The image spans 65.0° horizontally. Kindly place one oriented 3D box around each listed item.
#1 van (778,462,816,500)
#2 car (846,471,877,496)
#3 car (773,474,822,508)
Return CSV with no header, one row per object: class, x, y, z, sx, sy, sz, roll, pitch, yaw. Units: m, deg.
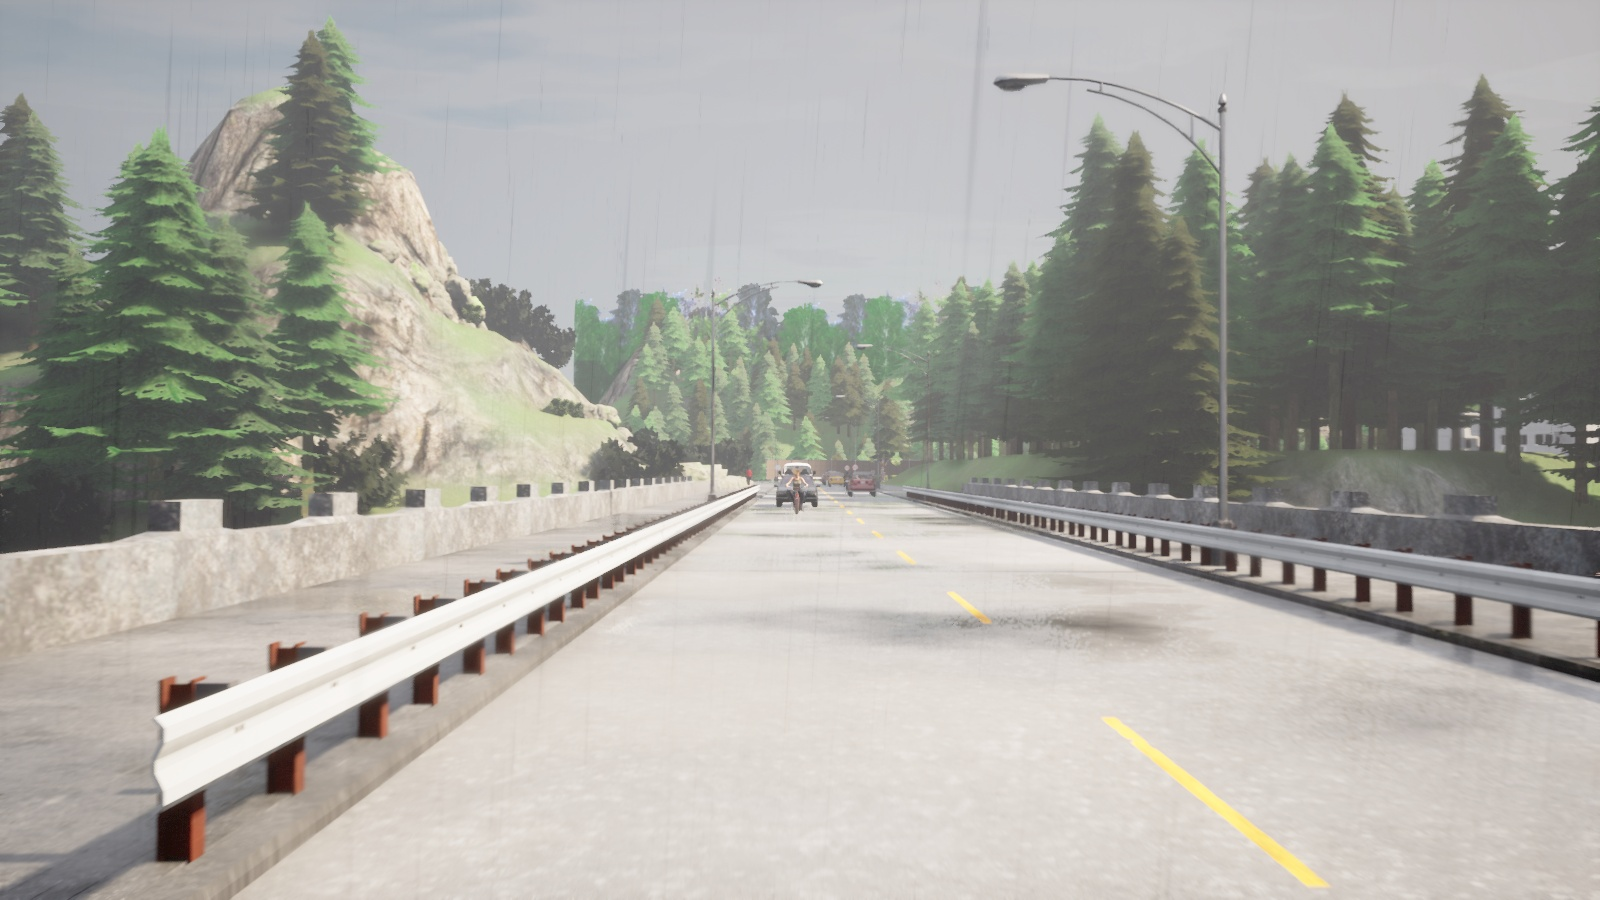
van,-0.151,1.718,70.478,2.069,2.038,4.480,0,-1,0
car,3.832,2.092,78.608,1.789,1.549,3.705,0,-1,0
car,-0.118,1.793,55.599,2.033,1.411,5.357,0,-1,0
